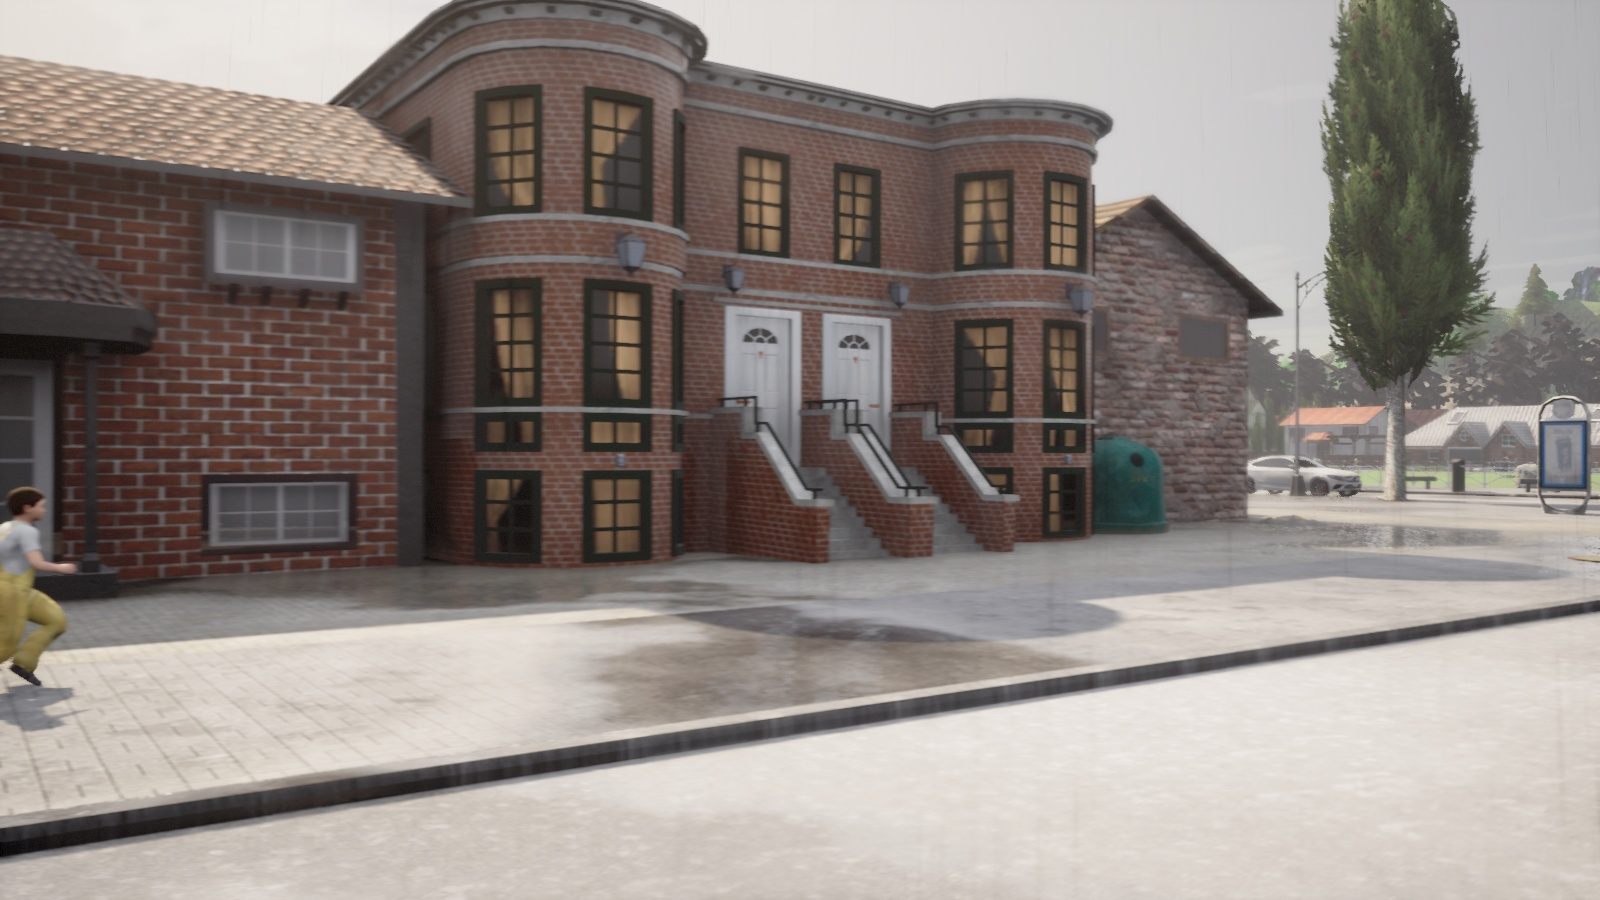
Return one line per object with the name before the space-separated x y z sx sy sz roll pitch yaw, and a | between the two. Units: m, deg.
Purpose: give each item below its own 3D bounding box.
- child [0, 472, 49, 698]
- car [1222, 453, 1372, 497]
child | -4.567 0.760 7.168 0.437 1.263 0.270 0 0 -41
car | 17.461 0.842 44.314 1.812 1.442 4.674 0 0 -35
